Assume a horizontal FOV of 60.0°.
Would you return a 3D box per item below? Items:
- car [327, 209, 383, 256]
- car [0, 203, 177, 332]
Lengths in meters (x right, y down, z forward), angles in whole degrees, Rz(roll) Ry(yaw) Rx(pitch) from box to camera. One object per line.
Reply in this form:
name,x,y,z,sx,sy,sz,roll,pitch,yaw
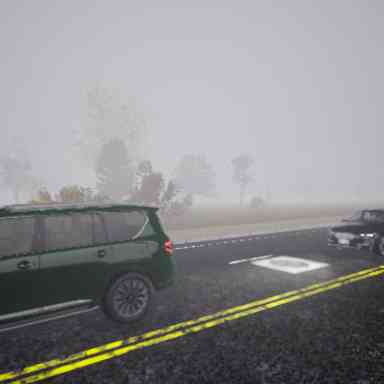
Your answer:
car,7.244,1.444,12.975,4.902,1.511,2.128,0,0,-36
car,-2.893,1.239,5.605,5.566,2.045,2.150,0,0,-36
